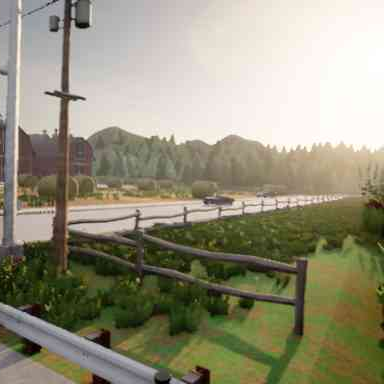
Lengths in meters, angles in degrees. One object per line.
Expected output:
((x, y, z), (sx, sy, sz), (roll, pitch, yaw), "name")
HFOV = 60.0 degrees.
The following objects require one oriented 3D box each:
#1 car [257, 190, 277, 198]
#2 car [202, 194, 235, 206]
((11.516, 0.339, 51.049), (1.882, 1.535, 5.008), (4, 2, 33), "car")
((3.079, 0.887, 38.080), (1.895, 1.301, 4.718), (4, 2, 33), "car")
